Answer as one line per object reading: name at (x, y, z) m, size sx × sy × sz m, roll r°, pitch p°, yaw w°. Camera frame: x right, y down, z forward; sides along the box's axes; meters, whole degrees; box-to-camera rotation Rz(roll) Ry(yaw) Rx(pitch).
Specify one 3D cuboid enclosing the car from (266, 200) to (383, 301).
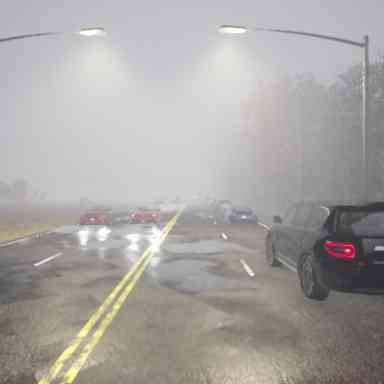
car at (3.422, 1.205, 8.326) m, size 2.150 × 2.045 × 5.566 m, roll 1°, pitch 0°, yaw 0°

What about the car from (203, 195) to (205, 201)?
car at (3.719, 1.662, 70.256) m, size 1.882 × 1.535 × 5.008 m, roll -1°, pitch 0°, yaw 0°

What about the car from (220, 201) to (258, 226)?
car at (3.472, 1.624, 24.228) m, size 1.994 × 1.385 × 4.181 m, roll -1°, pitch 0°, yaw 0°

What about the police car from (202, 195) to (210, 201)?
police car at (3.930, 1.667, 92.374) m, size 1.930 × 1.638 × 5.238 m, roll 1°, pitch -1°, yaw 0°

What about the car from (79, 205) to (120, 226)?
car at (-6.492, 1.620, 23.674) m, size 1.994 × 1.385 × 4.181 m, roll 0°, pitch 0°, yaw 0°

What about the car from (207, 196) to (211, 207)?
car at (3.560, 1.636, 48.248) m, size 1.812 × 1.442 × 4.674 m, roll 1°, pitch 1°, yaw 0°

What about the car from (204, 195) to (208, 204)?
car at (3.652, 1.684, 59.263) m, size 2.033 × 1.411 × 5.357 m, roll 1°, pitch -1°, yaw 0°

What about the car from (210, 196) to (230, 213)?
car at (3.473, 1.502, 37.267) m, size 2.033 × 1.649 × 4.856 m, roll 1°, pitch -1°, yaw 0°

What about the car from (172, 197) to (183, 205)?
car at (-2.822, 1.701, 65.494) m, size 1.812 × 1.442 × 4.674 m, roll 0°, pitch 0°, yaw 1°

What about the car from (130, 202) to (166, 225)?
car at (-3.238, 1.663, 24.504) m, size 1.895 × 1.301 × 4.718 m, roll 0°, pitch 0°, yaw 0°

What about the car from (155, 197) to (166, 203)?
car at (-6.071, 1.719, 64.502) m, size 2.033 × 1.411 × 5.357 m, roll 0°, pitch 0°, yaw 1°

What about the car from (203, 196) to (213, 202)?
car at (3.826, 1.698, 81.263) m, size 2.128 × 1.511 × 4.902 m, roll 1°, pitch -1°, yaw 0°
